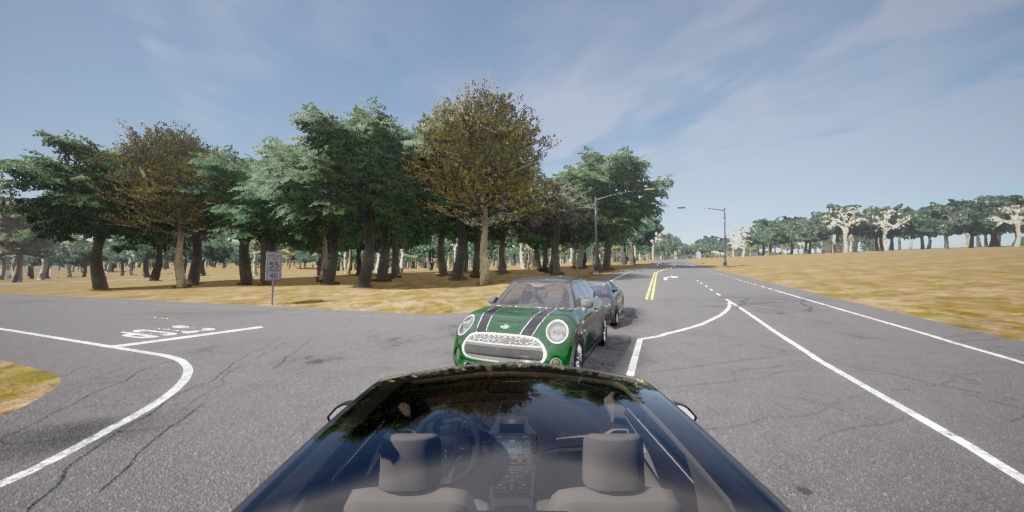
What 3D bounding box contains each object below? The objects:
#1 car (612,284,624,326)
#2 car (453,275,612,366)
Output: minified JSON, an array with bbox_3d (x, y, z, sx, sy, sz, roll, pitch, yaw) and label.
[{"bbox_3d":[2.884,1.555,12.933,1.994,1.385,4.181,-2,0,22],"label":"car"},{"bbox_3d":[0.668,1.223,7.497,2.097,1.767,4.553,-1,-2,22],"label":"car"}]
